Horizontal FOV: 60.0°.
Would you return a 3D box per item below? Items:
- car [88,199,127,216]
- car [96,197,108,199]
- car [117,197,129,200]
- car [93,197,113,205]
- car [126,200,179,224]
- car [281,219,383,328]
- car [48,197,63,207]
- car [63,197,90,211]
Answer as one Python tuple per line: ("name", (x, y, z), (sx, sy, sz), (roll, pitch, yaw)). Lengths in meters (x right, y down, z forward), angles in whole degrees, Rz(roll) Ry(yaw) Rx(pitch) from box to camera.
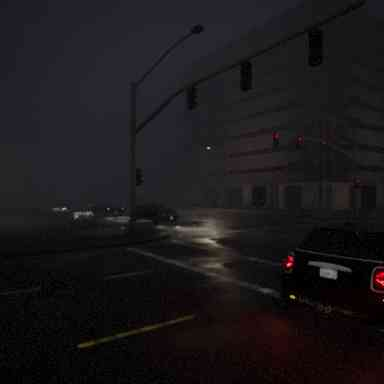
("car", (-8.611, 1.695, 33.887), (1.895, 1.301, 4.718), (0, 0, -35))
("car", (-15.517, 1.642, 56.094), (1.812, 1.442, 4.674), (0, 0, -36))
("car", (-12.021, 1.651, 57.213), (1.812, 1.442, 4.674), (0, 0, -35))
("car", (-17.522, 1.674, 64.951), (2.033, 1.411, 5.357), (0, 0, -35))
("car", (-2.865, 1.584, 25.772), (2.128, 1.511, 4.902), (0, 0, -35))
("car", (3.863, 1.379, 6.835), (4.553, 1.767, 2.097), (1, 0, -40))
("car", (-21.025, 1.585, 51.526), (2.128, 1.511, 4.902), (0, 0, -35))
("car", (-14.396, 1.695, 42.070), (1.895, 1.301, 4.718), (0, 0, -35))
